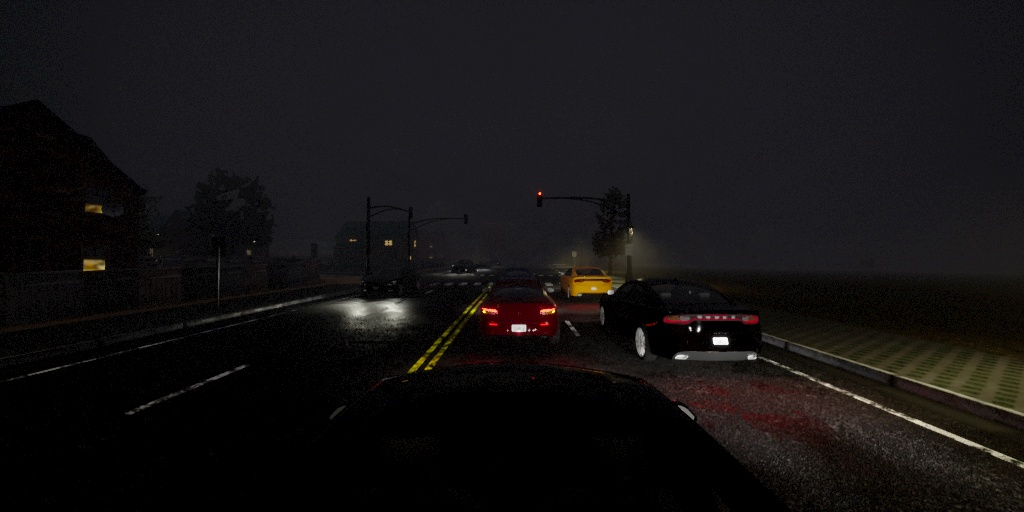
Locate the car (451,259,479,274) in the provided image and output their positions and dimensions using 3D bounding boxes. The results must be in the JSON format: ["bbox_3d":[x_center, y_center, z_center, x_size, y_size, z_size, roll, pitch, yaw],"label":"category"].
[{"bbox_3d":[-5.769,1.164,42.997,2.097,1.767,4.553,0,0,7],"label":"car"}]

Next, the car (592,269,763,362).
[{"bbox_3d":[3.402,1.231,8.291,1.882,1.535,5.008,0,0,0],"label":"car"}]

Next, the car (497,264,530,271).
[{"bbox_3d":[0.281,1.289,18.572,1.812,1.442,4.674,0,0,0],"label":"car"}]

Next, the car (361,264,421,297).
[{"bbox_3d":[-6.385,1.245,19.413,1.882,1.535,5.008,0,0,1],"label":"car"}]

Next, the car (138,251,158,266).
[{"bbox_3d":[-40.928,0.332,38.481,5.566,2.045,2.150,1,-1,16],"label":"car"}]

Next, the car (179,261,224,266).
[{"bbox_3d":[-30.849,0.875,35.666,4.718,1.301,1.895,1,-1,16],"label":"car"}]

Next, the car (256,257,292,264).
[{"bbox_3d":[-21.062,0.910,32.952,5.008,1.535,1.882,1,-1,16],"label":"car"}]

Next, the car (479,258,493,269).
[{"bbox_3d":[-4.746,1.449,58.273,1.895,1.301,4.718,0,0,4],"label":"car"}]

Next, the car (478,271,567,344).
[{"bbox_3d":[0.163,1.280,9.465,1.812,1.442,4.674,0,0,1],"label":"car"}]

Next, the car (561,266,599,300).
[{"bbox_3d":[3.532,1.239,17.759,1.882,1.535,5.008,0,0,1],"label":"car"}]

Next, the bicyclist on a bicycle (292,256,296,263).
[{"bbox_3d":[-24.251,0.780,39.926,0.582,1.620,1.656,1,-1,15],"label":"bicyclist on a bicycle"}]
